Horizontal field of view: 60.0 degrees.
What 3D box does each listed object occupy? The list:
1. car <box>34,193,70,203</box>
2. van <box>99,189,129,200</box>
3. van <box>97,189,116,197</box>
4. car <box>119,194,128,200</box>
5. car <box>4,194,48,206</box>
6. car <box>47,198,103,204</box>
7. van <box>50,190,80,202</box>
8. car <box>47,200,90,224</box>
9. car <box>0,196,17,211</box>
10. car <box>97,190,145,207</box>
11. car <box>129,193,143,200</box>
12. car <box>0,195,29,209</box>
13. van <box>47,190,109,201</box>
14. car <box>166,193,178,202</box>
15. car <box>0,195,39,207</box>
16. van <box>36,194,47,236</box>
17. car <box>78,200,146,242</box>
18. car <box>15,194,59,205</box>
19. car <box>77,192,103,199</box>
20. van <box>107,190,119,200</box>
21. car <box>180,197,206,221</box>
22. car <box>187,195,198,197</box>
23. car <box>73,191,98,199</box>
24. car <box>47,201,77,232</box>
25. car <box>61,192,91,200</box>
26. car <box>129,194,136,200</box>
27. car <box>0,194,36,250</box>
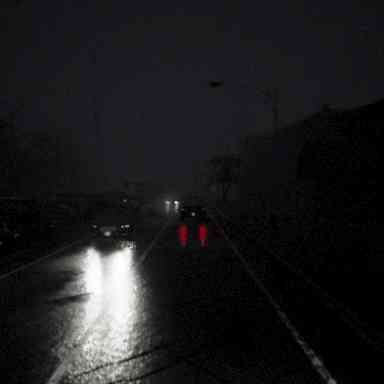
[{"bbox_3d":[-22.077,0.983,52.700,4.792,1.488,2.163,0,1,0],"label":"car"},{"bbox_3d":[-9.108,0.972,34.079,4.442,1.987,1.878,0,1,0],"label":"van"},{"bbox_3d":[-22.050,0.303,85.998,4.442,1.987,1.878,0,1,0],"label":"van"},{"bbox_3d":[-8.981,1.235,31.279,5.008,1.535,2.097,0,1,0],"label":"car"},{"bbox_3d":[-22.119,1.093,44.373,4.792,1.488,2.163,0,1,0],"label":"car"},{"bbox_3d":[-9.000,1.364,22.868,4.792,1.488,2.163,0,1,0],"label":"car"},{"bbox_3d":[-22.233,0.655,58.246,4.442,1.987,1.878,0,1,0],"label":"van"},{"bbox_3d":[-8.963,1.400,20.061,4.674,1.452,2.002,0,0,0],"label":"car"},{"bbox_3d":[-22.080,1.173,36.047,5.008,1.535,2.097,0,1,0],"label":"car"},{"bbox_3d":[-8.979,0.836,42.489,5.566,2.045,2.435,0,1,0],"label":"car"},{"bbox_3d":[-8.816,1.121,39.689,5.366,1.575,1.946,0,1,0],"label":"car"},{"bbox_3d":[-22.085,1.136,38.822,5.008,1.535,2.097,0,1,0],"label":"car"},{"bbox_3d":[-9.092,1.077,25.668,4.442,1.987,1.878,0,1,0],"label":"van"},{"bbox_3d":[-3.338,0.936,57.065,1.812,1.442,4.674,0,1,0],"label":"car"},{"bbox_3d":[-22.091,1.101,41.598,4.892,1.521,2.231,0,1,0],"label":"car"},{"bbox_3d":[-9.071,1.177,14.448,4.442,1.987,1.878,0,0,0],"label":"van"},{"bbox_3d":[-3.357,1.375,15.670,2.128,1.511,4.902,0,0,0],"label":"car"},{"bbox_3d":[-21.910,1.024,47.148,5.366,1.575,1.946,0,1,0],"label":"car"},{"bbox_3d":[-22.148,0.702,72.127,5.008,1.535,2.097,0,1,0],"label":"car"},{"bbox_3d":[-8.864,1.045,28.470,4.442,1.987,1.878,0,1,0],"label":"van"},{"bbox_3d":[0.090,1.322,25.157,1.812,1.442,4.674,0,0,0],"label":"car"},{"bbox_3d":[0.080,1.102,41.799,2.128,1.511,4.902,0,1,0],"label":"car"},{"bbox_3d":[-22.168,0.612,69.349,4.553,1.767,2.185,0,1,0],"label":"car"},{"bbox_3d":[-8.966,1.383,17.257,4.892,1.521,2.231,0,0,0],"label":"car"},{"bbox_3d":[-22.121,0.808,63.801,5.008,1.535,2.097,0,1,0],"label":"car"},{"bbox_3d":[-8.999,1.201,36.886,4.674,1.452,2.002,0,1,0],"label":"car"},{"bbox_3d":[-8.921,1.167,11.647,5.566,2.045,2.435,0,0,0],"label":"car"}]
